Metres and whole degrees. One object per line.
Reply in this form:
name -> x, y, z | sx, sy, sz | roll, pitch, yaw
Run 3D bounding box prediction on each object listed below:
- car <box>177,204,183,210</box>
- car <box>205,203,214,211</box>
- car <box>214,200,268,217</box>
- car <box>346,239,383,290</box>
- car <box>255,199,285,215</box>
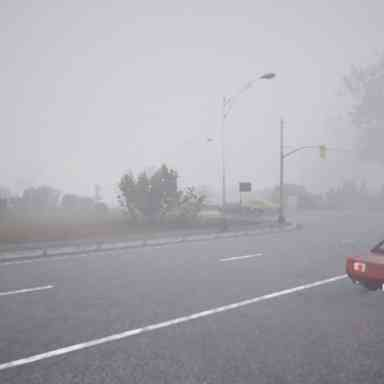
car -> -1.074, 1.392, 39.209 | 2.097, 1.767, 4.553 | 0, 0, -39
car -> 1.117, 1.592, 42.071 | 2.033, 1.411, 5.357 | 0, 0, -39
car -> 4.630, 1.641, 32.102 | 1.895, 1.301, 4.718 | 0, 0, -39
car -> 5.732, 1.621, 7.835 | 4.718, 1.301, 1.895 | 0, 0, -36
car -> 7.259, 1.522, 34.421 | 1.882, 1.535, 5.008 | 0, 0, -39
